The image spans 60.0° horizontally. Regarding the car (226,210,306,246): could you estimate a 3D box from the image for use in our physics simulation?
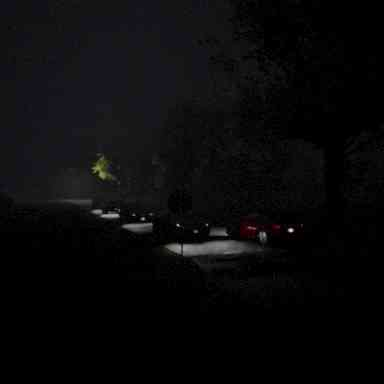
[{"bbox_3d":[3.281,1.543,15.463,1.994,1.385,4.181,0,0,-23],"label":"car"}]

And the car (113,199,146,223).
[{"bbox_3d":[-4.532,1.541,26.293,2.033,1.411,5.357,0,0,-23],"label":"car"}]

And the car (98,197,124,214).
[{"bbox_3d":[-8.419,1.552,35.453,1.994,1.385,4.181,0,0,-23],"label":"car"}]

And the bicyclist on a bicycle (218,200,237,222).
[{"bbox_3d":[2.630,1.416,24.721,1.656,1.620,0.582,-1,0,-23],"label":"bicyclist on a bicycle"}]

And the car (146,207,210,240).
[{"bbox_3d":[-0.728,1.522,17.348,1.812,1.442,4.674,0,0,-23],"label":"car"}]

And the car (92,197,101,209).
[{"bbox_3d":[-12.371,1.472,44.839,2.128,1.511,4.902,0,0,-22],"label":"car"}]

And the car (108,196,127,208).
[{"bbox_3d":[-11.092,1.439,49.235,1.882,1.535,5.008,0,0,-23],"label":"car"}]
